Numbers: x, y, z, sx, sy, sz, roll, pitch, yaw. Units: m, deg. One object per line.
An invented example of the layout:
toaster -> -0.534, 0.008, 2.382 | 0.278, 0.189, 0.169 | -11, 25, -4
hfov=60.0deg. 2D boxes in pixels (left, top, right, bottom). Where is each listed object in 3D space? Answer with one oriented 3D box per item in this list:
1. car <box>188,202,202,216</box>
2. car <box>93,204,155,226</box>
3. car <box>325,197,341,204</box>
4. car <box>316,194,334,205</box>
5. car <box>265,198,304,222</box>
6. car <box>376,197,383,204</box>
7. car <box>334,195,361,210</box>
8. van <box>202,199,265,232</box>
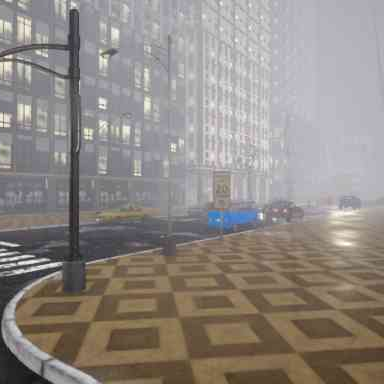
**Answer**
car -> 1.327, 1.604, 31.687 | 1.802, 1.307, 4.206 | 0, 0, 38
car -> -4.776, 1.540, 23.960 | 1.752, 1.417, 4.829 | 0, 0, 38
car -> 28.454, 1.624, 66.975 | 2.008, 1.369, 4.403 | 0, 0, 38
car -> 25.064, 1.380, 62.565 | 2.192, 1.841, 5.009 | 0, 0, 38
car -> 7.574, 1.472, 26.883 | 1.967, 1.590, 4.097 | 0, 0, 38
car -> 38.091, 1.658, 66.582 | 1.947, 1.339, 4.313 | 0, 0, 38
car -> 21.138, 1.368, 44.528 | 2.192, 1.841, 5.009 | 0, 0, 38
van -> 2.616, 1.368, 20.251 | 1.690, 1.788, 3.998 | 0, 0, 38
